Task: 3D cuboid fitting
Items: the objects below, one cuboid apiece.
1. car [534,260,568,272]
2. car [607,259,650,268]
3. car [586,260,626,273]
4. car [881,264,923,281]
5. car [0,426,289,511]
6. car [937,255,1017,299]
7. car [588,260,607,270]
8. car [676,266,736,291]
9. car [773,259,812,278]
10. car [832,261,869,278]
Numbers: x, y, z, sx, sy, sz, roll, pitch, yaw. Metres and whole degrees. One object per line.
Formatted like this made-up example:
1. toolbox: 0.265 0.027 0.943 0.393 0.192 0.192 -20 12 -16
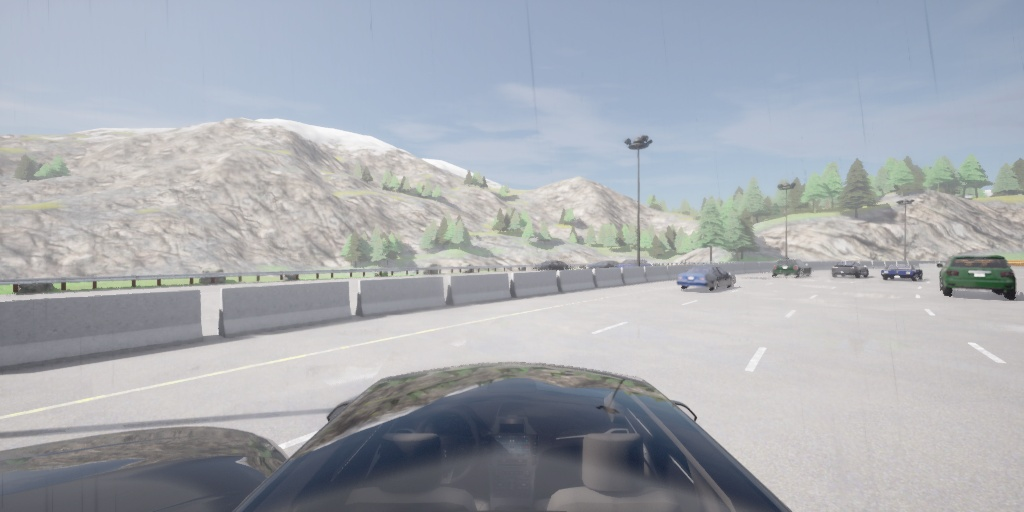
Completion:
1. car: 4.846 1.257 43.909 4.892 1.490 1.837 1 -1 -40
2. car: 12.067 1.101 36.264 4.553 1.767 2.097 0 0 -40
3. car: 11.868 1.297 45.150 5.357 1.411 2.033 0 0 -38
4. car: 32.315 1.351 29.658 4.718 1.301 1.895 0 0 -35
5. car: -2.981 1.255 0.466 4.892 1.490 1.837 0 0 -45
6. car: 23.768 0.973 18.450 5.566 2.045 2.150 0 0 -41
7. car: 10.414 1.227 39.452 5.008 1.535 1.882 0 0 -40
8. car: 11.952 1.297 21.960 5.357 1.411 2.033 0 0 -43
9. car: 26.868 1.103 34.291 4.553 1.767 2.097 0 0 -37
10. car: 31.383 1.241 33.268 4.902 1.511 2.128 0 0 -35
